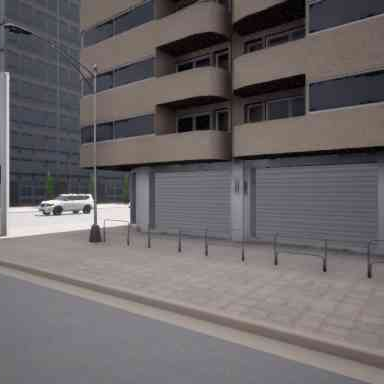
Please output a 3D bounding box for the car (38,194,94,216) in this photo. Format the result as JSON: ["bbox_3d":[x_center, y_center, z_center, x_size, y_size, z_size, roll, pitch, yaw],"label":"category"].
[{"bbox_3d":[-12.432,1.221,33.383,2.150,2.045,5.566,0,0,36],"label":"car"}]

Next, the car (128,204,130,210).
[{"bbox_3d":[-6.014,1.526,42.143,1.812,1.442,4.674,0,0,36],"label":"car"}]
